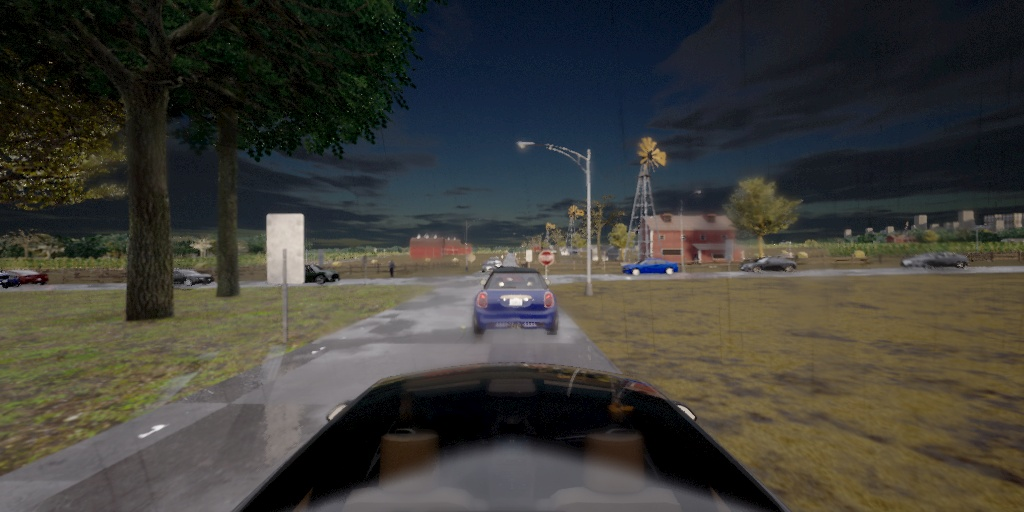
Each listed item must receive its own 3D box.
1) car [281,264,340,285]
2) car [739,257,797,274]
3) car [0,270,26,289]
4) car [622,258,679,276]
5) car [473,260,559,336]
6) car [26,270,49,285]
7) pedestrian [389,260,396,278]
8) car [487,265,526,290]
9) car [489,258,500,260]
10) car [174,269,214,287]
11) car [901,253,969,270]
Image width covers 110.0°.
[{"bbox_3d":[-17.046,1.473,30.288,4.553,1.767,2.097,-1,1,0],"label":"car"},{"bbox_3d":[23.543,0.813,33.021,4.674,1.442,1.812,-1,1,0],"label":"car"},{"bbox_3d":[-45.773,1.858,30.481,5.566,2.045,2.150,-1,1,1],"label":"car"},{"bbox_3d":[12.661,0.984,33.021,5.008,1.535,1.882,-1,1,-1],"label":"car"},{"bbox_3d":[0.096,1.107,10.563,2.097,1.767,4.553,0,0,0],"label":"car"},{"bbox_3d":[-46.374,2.076,33.338,5.008,1.535,1.882,-1,1,1],"label":"car"},{"bbox_3d":[-12.149,1.254,36.234,0.375,1.860,0.375,0,2,0],"label":"pedestrian"},{"bbox_3d":[-0.474,1.345,23.343,1.994,1.385,4.181,0,0,-8],"label":"car"},{"bbox_3d":[-2.836,1.359,45.774,2.128,1.511,4.902,0,0,0],"label":"car"},{"bbox_3d":[-28.054,1.828,30.349,4.892,1.490,1.837,-1,1,0],"label":"car"},{"bbox_3d":[38.737,0.466,32.917,4.902,1.511,2.128,-1,1,1],"label":"car"}]
